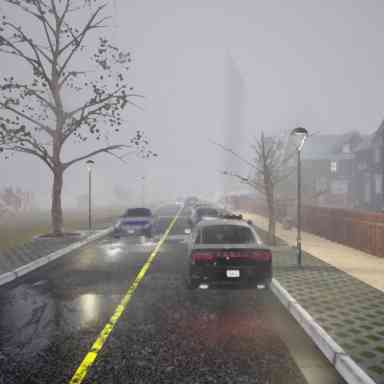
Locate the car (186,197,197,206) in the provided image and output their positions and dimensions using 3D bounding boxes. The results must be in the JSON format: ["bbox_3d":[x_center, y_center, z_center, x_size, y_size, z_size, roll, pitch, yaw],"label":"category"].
[{"bbox_3d":[-0.042,1.551,56.936,1.812,1.442,4.674,0,0,0],"label":"car"}]

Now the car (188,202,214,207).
[{"bbox_3d":[0.811,1.527,19.108,1.812,1.442,4.674,0,0,0],"label":"car"}]

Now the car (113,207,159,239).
[{"bbox_3d":[-2.762,1.526,17.367,1.812,1.442,4.674,0,0,0],"label":"car"}]

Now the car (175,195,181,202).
[{"bbox_3d":[-2.806,1.540,74.891,2.128,1.511,4.902,0,0,0],"label":"car"}]

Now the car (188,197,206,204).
[{"bbox_3d":[0.807,1.459,25.298,1.801,1.575,5.366,0,0,0],"label":"car"}]

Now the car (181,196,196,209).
[{"bbox_3d":[-0.015,1.367,45.845,2.097,1.767,4.553,0,0,0],"label":"car"}]

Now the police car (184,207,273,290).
[{"bbox_3d":[0.819,1.425,9.218,1.930,1.638,5.238,0,0,0],"label":"police car"}]
